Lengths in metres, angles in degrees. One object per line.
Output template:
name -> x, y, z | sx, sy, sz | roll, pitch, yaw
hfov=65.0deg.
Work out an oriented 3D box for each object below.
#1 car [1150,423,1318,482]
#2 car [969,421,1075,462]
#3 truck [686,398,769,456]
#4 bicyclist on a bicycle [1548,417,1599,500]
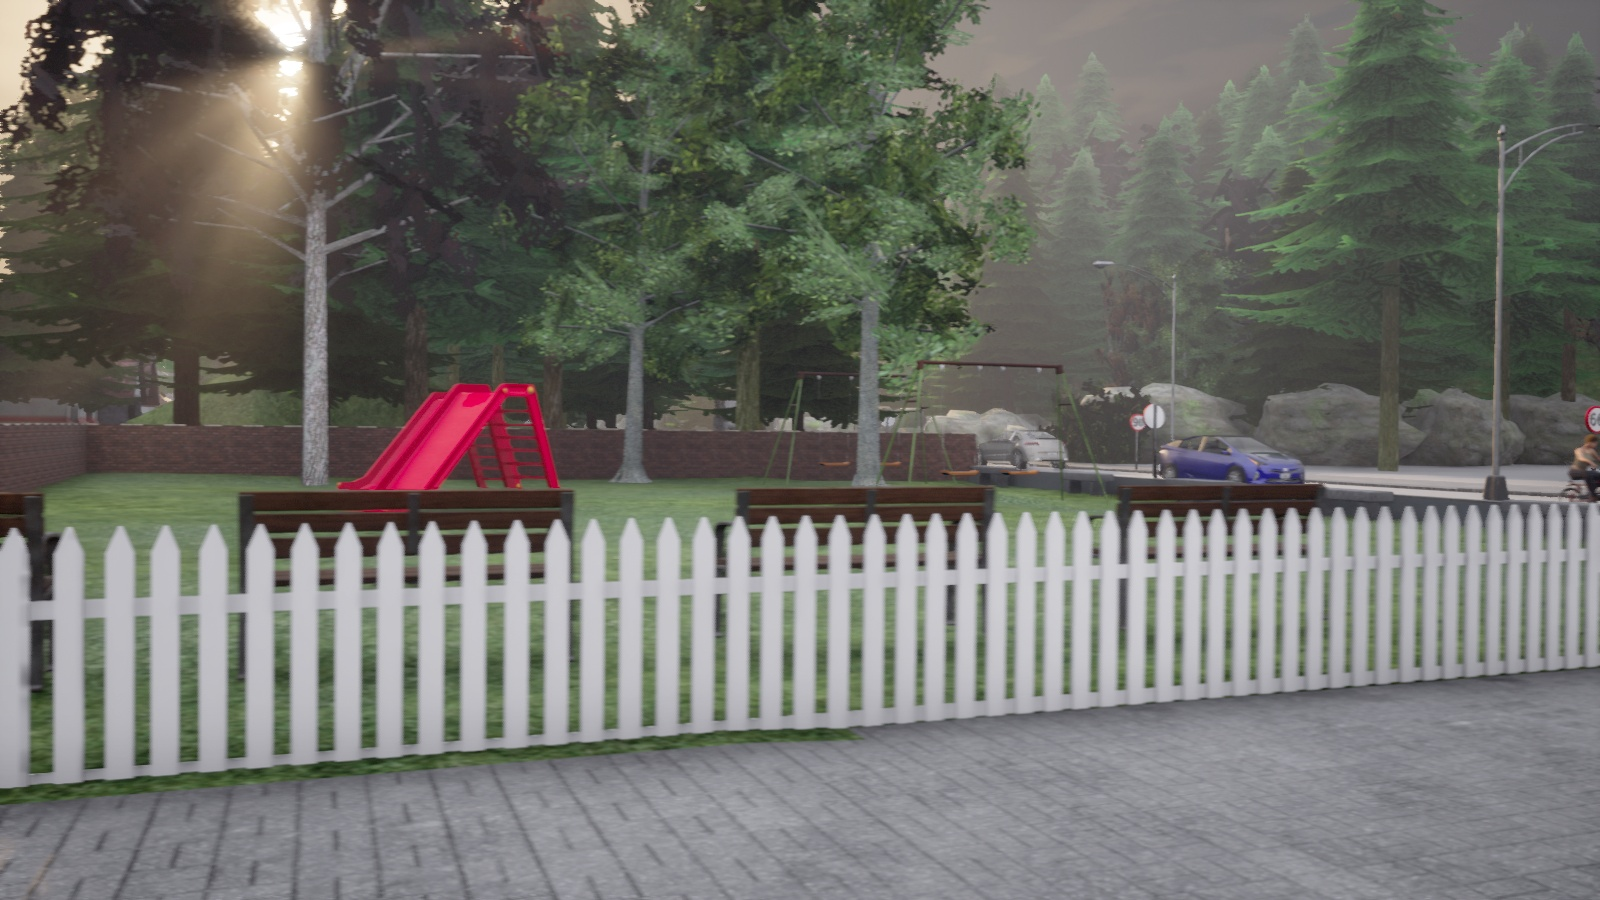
car -> 12.051, 0.042, 35.170 | 2.007, 1.525, 4.514 | -1, 1, -21
car -> 9.370, -0.393, 53.388 | 2.152, 1.651, 5.027 | -1, 1, -21
truck -> -4.674, -1.419, 78.996 | 2.891, 3.462, 7.936 | -1, 1, -21
bicyclist on a bicycle -> 15.919, 0.155, 25.060 | 0.866, 1.612, 1.509 | -1, 1, -21
